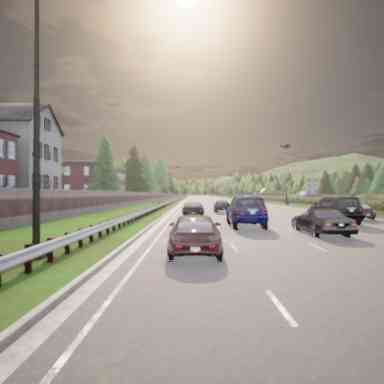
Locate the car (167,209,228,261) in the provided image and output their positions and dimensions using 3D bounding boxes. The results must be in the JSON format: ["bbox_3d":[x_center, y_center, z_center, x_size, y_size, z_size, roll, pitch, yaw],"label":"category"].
[{"bbox_3d":[0.103,1.588,12.415,1.812,1.442,4.674,0,0,0],"label":"car"}]

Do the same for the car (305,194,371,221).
[{"bbox_3d":[10.606,1.345,24.774,2.150,2.045,5.566,0,0,0],"label":"car"}]

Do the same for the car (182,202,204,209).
[{"bbox_3d":[0.109,1.629,30.306,1.882,1.535,5.008,0,0,0],"label":"car"}]

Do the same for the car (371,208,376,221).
[{"bbox_3d":[14.107,1.670,28.906,1.812,1.442,4.674,0,0,0],"label":"car"}]

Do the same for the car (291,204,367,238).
[{"bbox_3d":[7.106,1.639,18.336,2.033,1.411,5.357,0,0,0],"label":"car"}]

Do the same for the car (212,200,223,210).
[{"bbox_3d":[3.609,1.704,40.344,1.837,1.490,4.892,0,-1,0],"label":"car"}]

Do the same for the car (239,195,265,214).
[{"bbox_3d":[7.111,1.422,40.283,2.150,2.045,5.566,0,0,0],"label":"car"}]

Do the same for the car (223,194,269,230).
[{"bbox_3d":[3.604,1.333,22.392,2.150,2.045,5.566,0,0,0],"label":"car"}]
